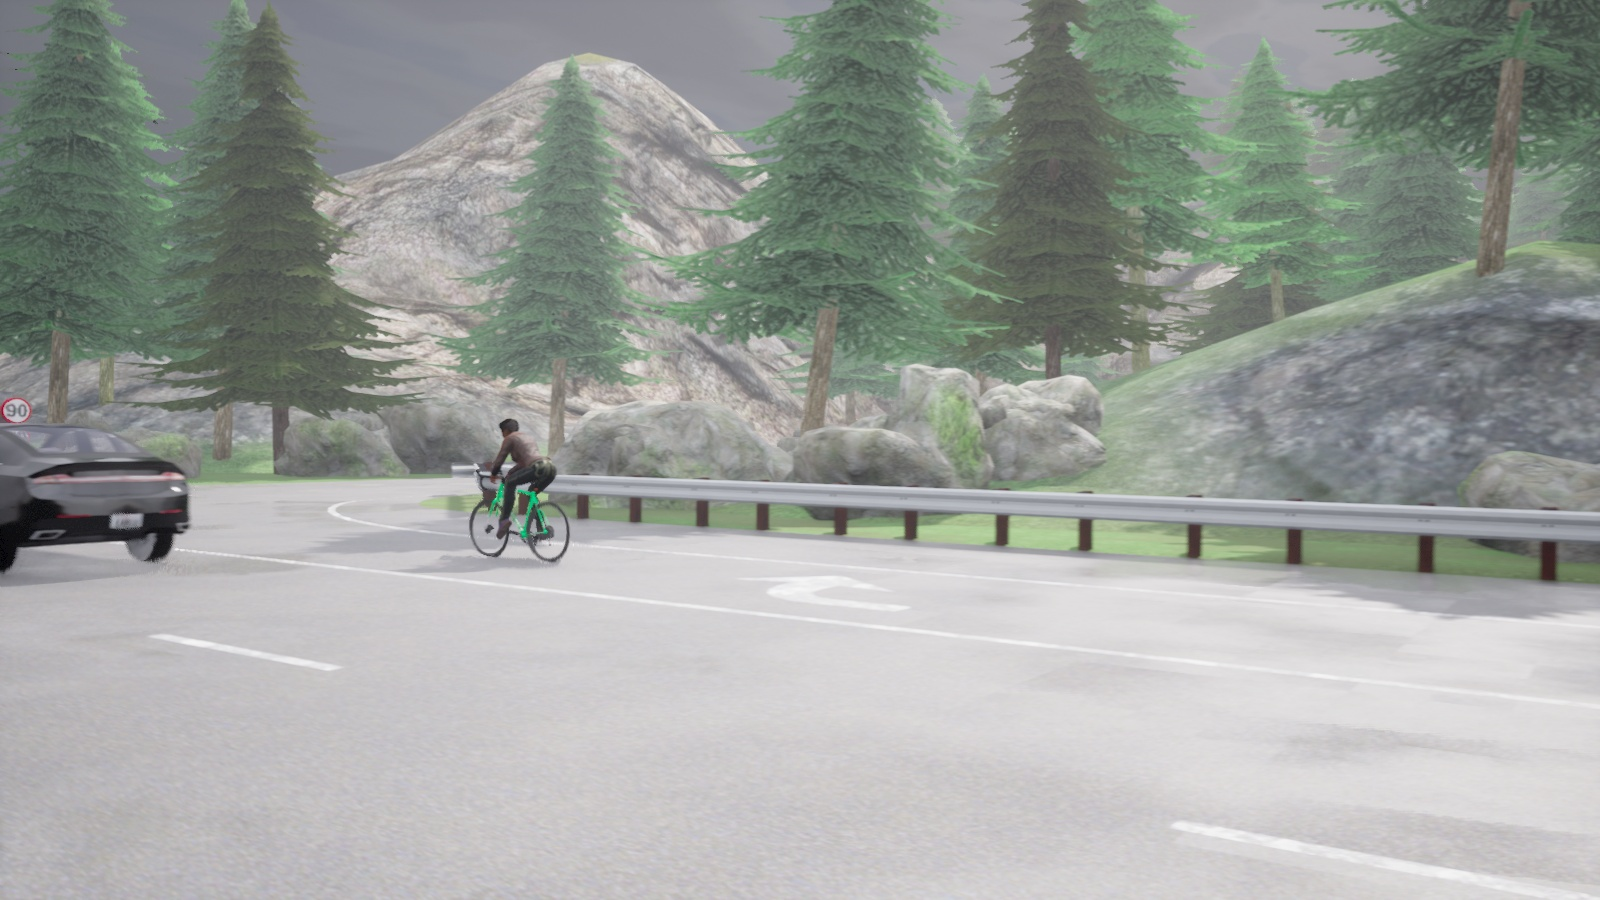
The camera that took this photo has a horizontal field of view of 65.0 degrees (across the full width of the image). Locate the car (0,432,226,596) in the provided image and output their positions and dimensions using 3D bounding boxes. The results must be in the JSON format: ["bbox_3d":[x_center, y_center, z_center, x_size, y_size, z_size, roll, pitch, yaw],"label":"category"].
[{"bbox_3d":[-8.757,0.579,13.893,4.902,1.511,2.128,0,1,34],"label":"car"}]

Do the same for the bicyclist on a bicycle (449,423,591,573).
[{"bbox_3d":[-3.206,0.520,14.334,1.656,1.620,0.582,0,1,34],"label":"bicyclist on a bicycle"}]
